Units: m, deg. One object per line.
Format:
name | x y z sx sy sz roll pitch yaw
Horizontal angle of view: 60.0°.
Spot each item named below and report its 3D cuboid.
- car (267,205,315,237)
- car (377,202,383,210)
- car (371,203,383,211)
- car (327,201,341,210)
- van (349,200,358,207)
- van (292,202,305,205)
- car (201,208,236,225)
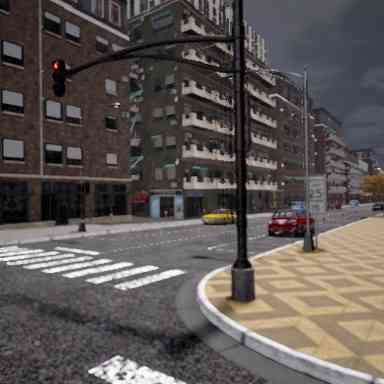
car | 6.262 1.813 20.715 1.967 1.590 4.097 -2 -2 35
car | 38.759 2.813 66.924 2.008 1.369 4.403 -2 -2 35
car | 32.261 2.650 57.681 1.947 1.339 4.313 -2 -2 35
car | 28.703 2.645 67.087 2.192 1.841 5.009 -2 -2 35
van | 41.665 3.029 85.596 1.690 1.788 3.998 -2 -2 35
van | 15.705 2.316 48.601 1.690 1.788 3.998 -2 -2 35
car | 2.613 2.142 29.971 1.752 1.417 4.829 -2 -2 35
